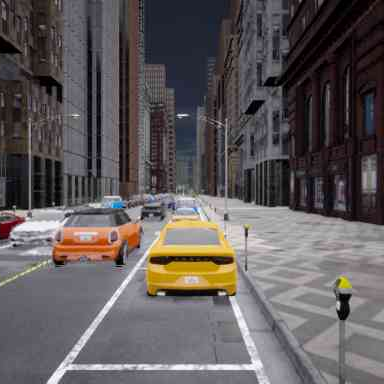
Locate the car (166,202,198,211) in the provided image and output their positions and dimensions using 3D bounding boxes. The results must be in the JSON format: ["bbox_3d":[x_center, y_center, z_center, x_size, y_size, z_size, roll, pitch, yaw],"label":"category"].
[{"bbox_3d":[-0.385,1.530,20.269,1.752,1.417,4.829,0,0,0],"label":"car"}]

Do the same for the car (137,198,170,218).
[{"bbox_3d":[-3.145,1.513,27.987,1.837,1.490,4.892,0,0,0],"label":"car"}]

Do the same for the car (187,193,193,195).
[{"bbox_3d":[-0.386,1.465,59.552,1.967,1.590,4.097,0,0,0],"label":"car"}]

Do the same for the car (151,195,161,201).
[{"bbox_3d":[-8.911,1.478,82.090,1.967,1.590,4.097,0,0,0],"label":"car"}]

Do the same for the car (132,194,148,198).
[{"bbox_3d":[-8.911,1.337,53.906,2.192,1.841,5.009,0,0,0],"label":"car"}]

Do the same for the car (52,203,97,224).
[{"bbox_3d":[-8.910,1.573,25.722,1.947,1.339,4.313,0,0,0],"label":"car"}]

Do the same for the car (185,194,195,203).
[{"bbox_3d":[-0.386,1.346,70.826,2.192,1.841,5.009,0,0,0],"label":"car"}]

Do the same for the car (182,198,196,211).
[{"bbox_3d":[-0.385,1.541,42.814,1.752,1.417,4.829,0,0,0],"label":"car"}]

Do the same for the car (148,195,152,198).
[{"bbox_3d":[-8.910,1.570,59.543,1.887,1.381,4.507,0,0,0],"label":"car"}]

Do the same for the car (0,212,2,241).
[{"bbox_3d":[-8.910,1.547,14.449,1.887,1.381,4.507,0,0,0],"label":"car"}]

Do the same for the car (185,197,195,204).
[{"bbox_3d":[-0.385,1.594,65.189,1.947,1.339,4.313,0,0,0],"label":"car"}]

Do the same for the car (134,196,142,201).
[{"bbox_3d":[-8.910,1.585,48.269,1.947,1.339,4.313,0,0,0],"label":"car"}]

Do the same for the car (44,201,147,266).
[{"bbox_3d":[-3.047,1.353,11.659,2.097,1.767,4.553,0,0,0],"label":"car"}]

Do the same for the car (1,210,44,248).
[{"bbox_3d":[-6.247,1.528,14.963,1.812,1.442,4.674,0,0,0],"label":"car"}]

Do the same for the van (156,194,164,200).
[{"bbox_3d":[-8.911,1.385,93.363,1.690,1.788,3.998,0,0,0],"label":"van"}]

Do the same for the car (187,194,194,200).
[{"bbox_3d":[-0.386,1.484,93.370,1.967,1.590,4.097,0,0,0],"label":"car"}]

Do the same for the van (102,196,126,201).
[{"bbox_3d":[-8.911,1.354,36.996,1.690,1.788,3.998,0,0,0],"label":"van"}]

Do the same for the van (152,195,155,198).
[{"bbox_3d":[-8.911,1.369,65.180,1.690,1.788,3.998,0,0,0],"label":"van"}]

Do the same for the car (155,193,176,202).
[{"bbox_3d":[-3.046,1.367,41.973,2.097,1.767,4.553,0,0,0],"label":"car"}]

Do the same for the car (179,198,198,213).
[{"bbox_3d":[-0.386,1.453,37.008,1.967,1.590,4.097,0,0,0],"label":"car"}]

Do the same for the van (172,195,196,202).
[{"bbox_3d":[-0.386,1.348,25.735,1.690,1.788,3.998,0,0,0],"label":"van"}]

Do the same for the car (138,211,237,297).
[{"bbox_3d":[-0.006,1.478,8.650,1.882,1.535,5.008,0,0,0],"label":"car"}]

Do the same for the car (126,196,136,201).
[{"bbox_3d":[-8.910,1.582,42.633,1.947,1.339,4.313,0,0,0],"label":"car"}]

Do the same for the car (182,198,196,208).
[{"bbox_3d":[-0.385,1.570,48.280,2.008,1.369,4.403,0,0,0],"label":"car"}]
